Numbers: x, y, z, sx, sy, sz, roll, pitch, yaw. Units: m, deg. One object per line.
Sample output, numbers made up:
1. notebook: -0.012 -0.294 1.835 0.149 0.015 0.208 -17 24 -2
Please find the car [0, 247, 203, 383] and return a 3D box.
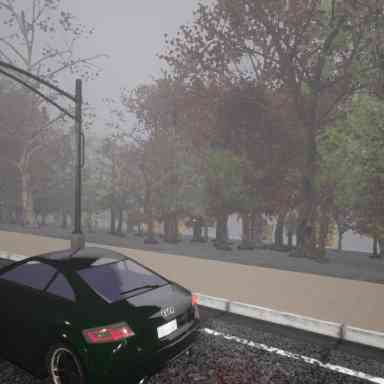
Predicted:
1. car: -1.915 1.563 5.055 4.181 1.385 1.994 0 0 36
